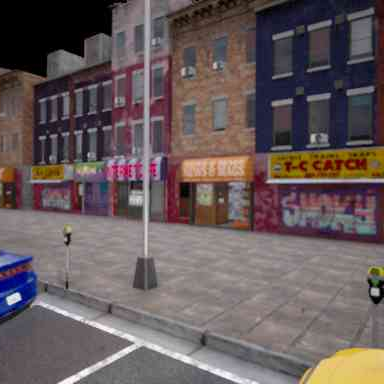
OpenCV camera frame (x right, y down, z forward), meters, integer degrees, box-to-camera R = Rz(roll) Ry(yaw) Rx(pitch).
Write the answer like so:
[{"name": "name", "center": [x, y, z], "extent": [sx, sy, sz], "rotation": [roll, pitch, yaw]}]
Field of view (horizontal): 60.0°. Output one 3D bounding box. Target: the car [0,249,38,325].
[{"name": "car", "center": [-5.019, 1.340, 5.276], "extent": [5.008, 1.535, 1.882], "rotation": [1, 1, 10]}]

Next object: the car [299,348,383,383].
[{"name": "car", "center": [2.965, 1.490, 1.183], "extent": [5.366, 1.575, 1.801], "rotation": [1, 1, 35]}]
